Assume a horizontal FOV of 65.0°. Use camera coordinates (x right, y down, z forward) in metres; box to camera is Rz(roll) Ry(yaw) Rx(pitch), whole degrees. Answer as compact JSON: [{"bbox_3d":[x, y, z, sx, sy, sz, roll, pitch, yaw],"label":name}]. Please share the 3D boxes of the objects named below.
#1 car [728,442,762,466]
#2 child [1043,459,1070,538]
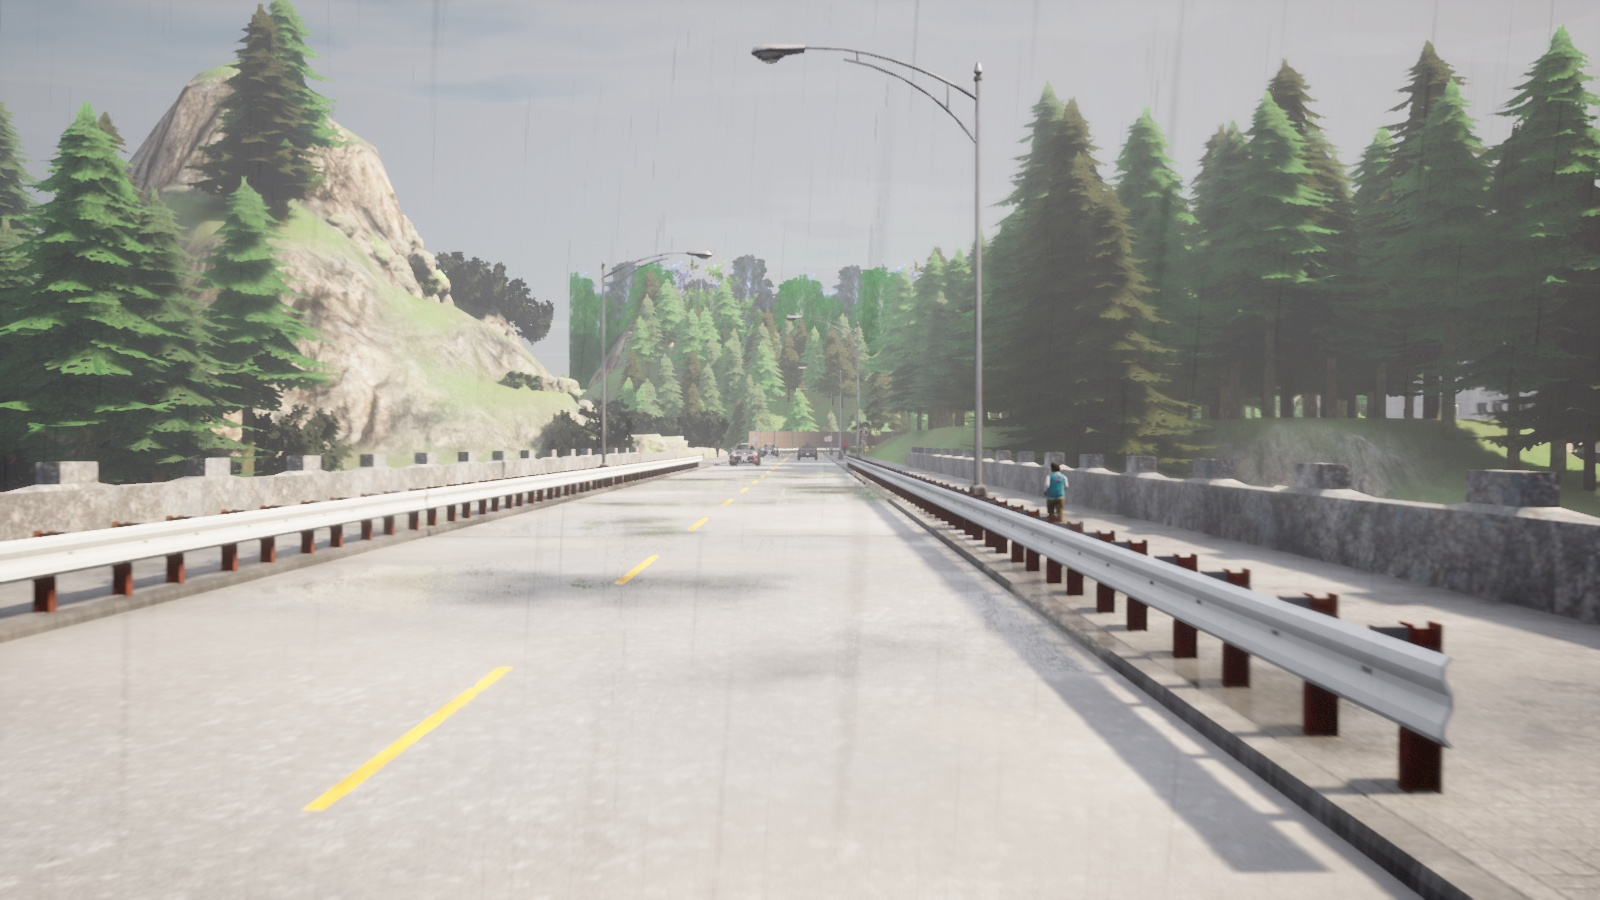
[{"bbox_3d":[-3.508,0.256,80.283,1.970,1.475,3.806,0,0,0],"label":"car"},{"bbox_3d":[3.906,0.732,19.135,0.343,1.192,0.448,0,0,2],"label":"child"}]
